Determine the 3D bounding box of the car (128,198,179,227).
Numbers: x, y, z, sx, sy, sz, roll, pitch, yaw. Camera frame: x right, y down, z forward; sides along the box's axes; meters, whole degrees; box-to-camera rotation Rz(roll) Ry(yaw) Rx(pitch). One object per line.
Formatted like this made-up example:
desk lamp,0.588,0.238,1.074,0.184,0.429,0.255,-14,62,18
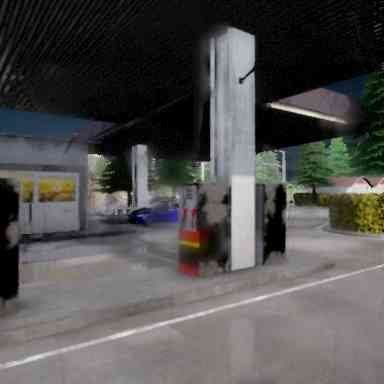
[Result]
car,-2.186,1.486,23.467,4.611,1.667,2.242,0,0,-36

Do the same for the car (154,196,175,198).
car,-1.983,1.320,30.597,3.866,1.878,1.905,0,0,-36
